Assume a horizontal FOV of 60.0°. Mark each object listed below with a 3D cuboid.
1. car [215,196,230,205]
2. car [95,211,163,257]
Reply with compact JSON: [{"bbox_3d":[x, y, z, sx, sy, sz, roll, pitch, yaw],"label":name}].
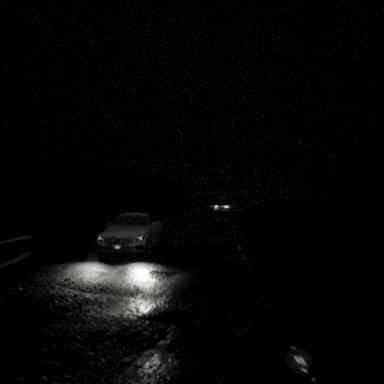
[{"bbox_3d":[5.122,1.429,54.848,1.812,1.442,4.674,0,0,17],"label":"car"},{"bbox_3d":[-2.272,1.513,13.148,1.812,1.442,4.674,0,0,4],"label":"car"}]
